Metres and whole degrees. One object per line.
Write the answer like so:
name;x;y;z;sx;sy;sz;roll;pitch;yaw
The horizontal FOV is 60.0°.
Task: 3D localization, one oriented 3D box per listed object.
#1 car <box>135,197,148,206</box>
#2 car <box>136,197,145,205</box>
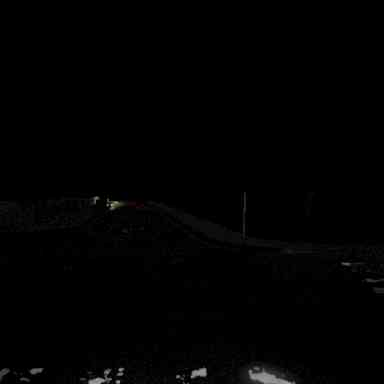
car;-8.686;1.632;57.258;1.882;1.535;5.008;0;0;-10
car;-10.496;1.732;67.520;1.837;1.490;4.892;0;0;-10
